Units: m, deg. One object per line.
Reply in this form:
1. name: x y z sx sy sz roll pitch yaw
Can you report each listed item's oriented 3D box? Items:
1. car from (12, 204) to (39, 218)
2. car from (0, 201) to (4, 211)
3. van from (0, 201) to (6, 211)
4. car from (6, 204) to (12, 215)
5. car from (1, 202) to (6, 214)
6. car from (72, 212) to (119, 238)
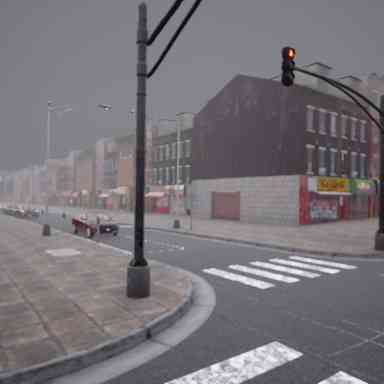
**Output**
1. car: -18.975 2.140 38.288 1.967 1.590 4.097 0 -1 -36
2. car: -31.854 2.580 56.084 1.752 1.417 4.829 0 -1 -36
3. van: -35.199 2.488 60.709 1.690 1.788 3.998 0 -1 -36
4. car: -22.219 2.355 42.769 1.947 1.339 4.313 0 -1 -36
5. car: -25.463 2.444 47.253 1.947 1.339 4.313 0 -1 -36
6. car: -5.995 1.897 20.351 1.887 1.381 4.507 0 -1 -36
